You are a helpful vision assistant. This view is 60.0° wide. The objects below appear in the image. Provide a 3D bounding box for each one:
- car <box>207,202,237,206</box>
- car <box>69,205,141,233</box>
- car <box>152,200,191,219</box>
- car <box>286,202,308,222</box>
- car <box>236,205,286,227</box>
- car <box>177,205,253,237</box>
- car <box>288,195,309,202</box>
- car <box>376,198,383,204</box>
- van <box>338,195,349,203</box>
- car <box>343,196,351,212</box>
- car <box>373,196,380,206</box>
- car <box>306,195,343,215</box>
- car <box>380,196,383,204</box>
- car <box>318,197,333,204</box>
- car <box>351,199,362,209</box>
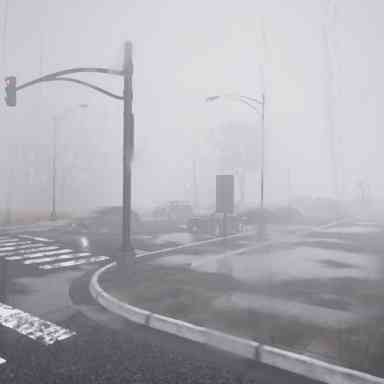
[{"bbox_3d":[2.705,1.601,30.801,1.837,1.490,4.892,1,2,36],"label":"car"},{"bbox_3d":[-5.123,1.565,20.156,1.812,1.442,4.674,1,1,36],"label":"car"},{"bbox_3d":[-1.650,1.481,29.474,1.967,1.590,4.097,1,0,36],"label":"car"},{"bbox_3d":[7.926,1.779,27.921,1.802,1.307,4.206,1,0,36],"label":"car"},{"bbox_3d":[4.682,1.737,23.505,1.947,1.339,4.313,1,0,36],"label":"car"},{"bbox_3d":[1.435,1.696,19.088,2.008,1.369,4.403,1,0,36],"label":"car"},{"bbox_3d":[15.859,1.419,48.532,2.150,2.045,5.566,1,0,36],"label":"car"},{"bbox_3d":[44.653,2.047,78.110,2.008,1.369,4.403,1,0,36],"label":"car"},{"bbox_3d":[37.902,1.706,83.071,1.690,1.788,3.998,1,0,36],"label":"van"},{"bbox_3d":[18.398,1.720,42.298,1.967,1.590,4.097,1,0,36],"label":"car"},{"bbox_3d":[34.892,1.940,64.828,1.752,1.417,4.829,1,0,36],"label":"car"},{"bbox_3d":[15.138,1.569,37.805,2.192,1.841,5.009,1,0,36],"label":"car"},{"bbox_3d":[41.369,1.784,73.637,2.192,1.841,5.009,1,0,36],"label":"car"},{"bbox_3d":[28.038,1.849,69.652,1.947,1.339,4.313,1,0,36],"label":"car"},{"bbox_3d":[24.930,1.773,51.273,1.967,1.590,4.097,1,0,36],"label":"car"}]
